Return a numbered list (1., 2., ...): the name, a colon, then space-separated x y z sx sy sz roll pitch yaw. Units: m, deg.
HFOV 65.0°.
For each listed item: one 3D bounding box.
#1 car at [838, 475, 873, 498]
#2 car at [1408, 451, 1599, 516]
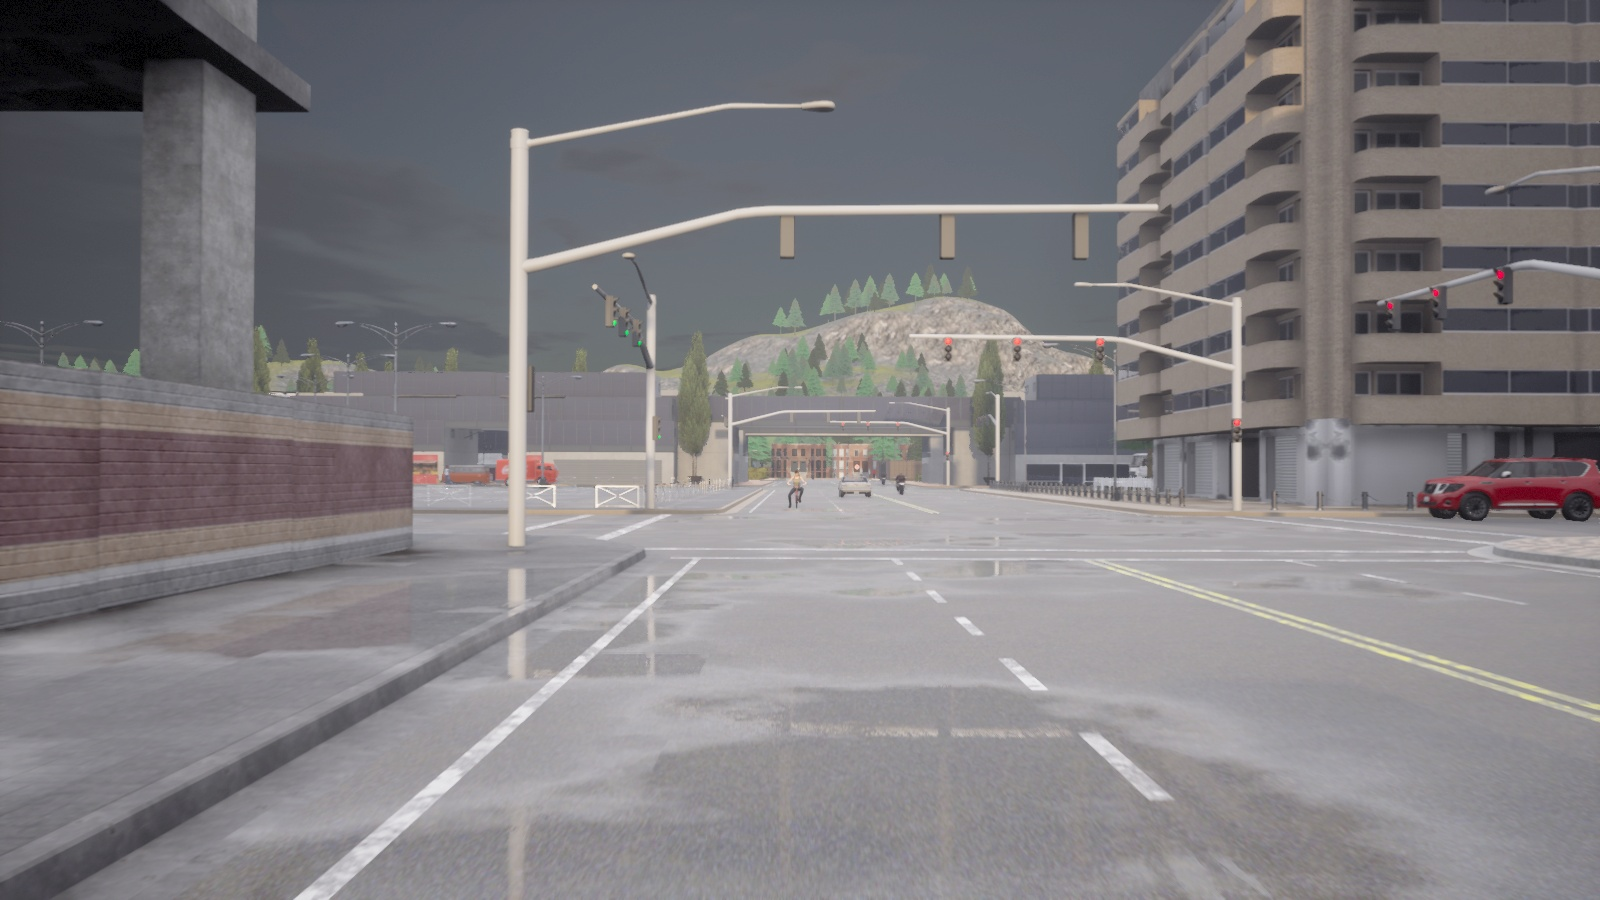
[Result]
1. car: 3.317 2.169 75.679 1.895 1.301 4.718 0 -1 0
2. car: 22.961 1.069 40.616 5.566 2.045 2.150 0 -1 -1
